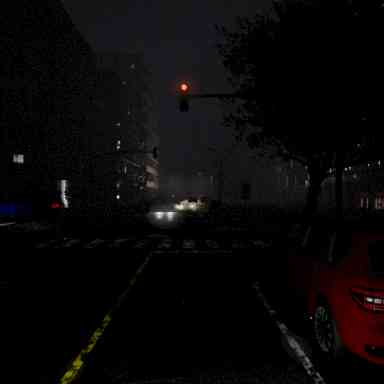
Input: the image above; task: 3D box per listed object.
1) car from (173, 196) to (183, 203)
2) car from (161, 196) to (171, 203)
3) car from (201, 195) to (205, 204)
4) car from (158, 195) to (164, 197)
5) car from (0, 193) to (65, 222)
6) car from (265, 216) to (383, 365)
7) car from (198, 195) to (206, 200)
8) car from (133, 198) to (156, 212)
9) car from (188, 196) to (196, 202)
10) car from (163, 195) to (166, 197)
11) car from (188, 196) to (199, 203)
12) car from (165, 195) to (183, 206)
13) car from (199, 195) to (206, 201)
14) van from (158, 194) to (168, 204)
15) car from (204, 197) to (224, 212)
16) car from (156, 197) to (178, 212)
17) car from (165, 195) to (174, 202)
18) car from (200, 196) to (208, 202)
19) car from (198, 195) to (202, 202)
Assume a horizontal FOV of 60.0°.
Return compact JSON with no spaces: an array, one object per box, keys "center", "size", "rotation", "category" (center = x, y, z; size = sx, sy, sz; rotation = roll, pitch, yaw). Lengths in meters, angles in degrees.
[{"center":[-2.951,1.490,71.547],"size":[2.033,1.411,5.357],"rotation":[0,0,0],"category":"car"},{"center":[-5.641,1.630,71.398],"size":[1.802,1.307,4.206],"rotation":[0,0,0],"category":"car"},{"center":[2.724,1.547,49.432],"size":[1.752,1.417,4.829],"rotation":[0,0,0],"category":"car"},{"center":[-5.656,1.572,49.268],"size":[2.008,1.369,4.403],"rotation":[0,0,0],"category":"car"},{"center":[-12.290,1.081,24.391],"size":[5.566,2.045,2.150],"rotation":[1,1,-4],"category":"car"},{"center":[2.697,1.315,5.808],"size":[2.192,1.841,5.009],"rotation":[0,0,0],"category":"car"},{"center":[2.754,1.635,93.523],"size":[2.008,1.369,4.403],"rotation":[0,0,0],"category":"car"},{"center":[-5.663,1.562,38.202],"size":[2.008,1.369,4.403],"rotation":[0,0,0],"category":"car"},{"center":[0.055,1.655,79.278],"size":[1.895,1.301,4.718],"rotation":[0,0,0],"category":"car"},{"center":[-5.648,1.475,60.333],"size":[1.967,1.590,4.097],"rotation":[0,0,0],"category":"car"},{"center":[0.151,1.610,69.376],"size":[1.994,1.385,4.181],"rotation":[0,0,0],"category":"car"},{"center":[-3.052,1.592,55.186],"size":[1.994,1.385,4.181],"rotation":[0,0,0],"category":"car"},{"center":[2.750,1.619,87.990],"size":[1.887,1.381,4.507],"rotation":[0,0,0],"category":"car"},{"center":[-5.645,1.383,65.866],"size":[1.690,1.788,3.998],"rotation":[0,0,0],"category":"van"},{"center":[2.717,1.556,38.196],"size":[1.887,1.381,4.507],"rotation":[0,0,0],"category":"car"},{"center":[-3.074,1.575,39.227],"size":[1.994,1.385,4.181],"rotation":[0,0,0],"category":"car"},{"center":[-5.634,1.505,82.464],"size":[1.967,1.590,4.097],"rotation":[0,0,0],"category":"car"},{"center":[2.743,1.582,77.095],"size":[1.752,1.417,4.829],"rotation":[0,0,0],"category":"car"},{"center":[2.736,1.623,65.859],"size":[1.802,1.307,4.206],"rotation":[0,0,0],"category":"car"}]
